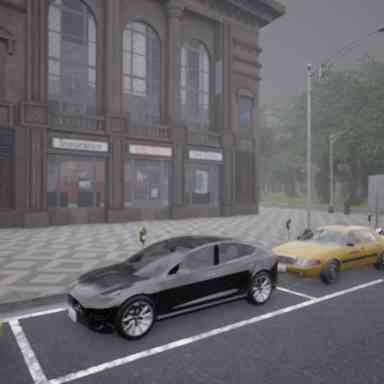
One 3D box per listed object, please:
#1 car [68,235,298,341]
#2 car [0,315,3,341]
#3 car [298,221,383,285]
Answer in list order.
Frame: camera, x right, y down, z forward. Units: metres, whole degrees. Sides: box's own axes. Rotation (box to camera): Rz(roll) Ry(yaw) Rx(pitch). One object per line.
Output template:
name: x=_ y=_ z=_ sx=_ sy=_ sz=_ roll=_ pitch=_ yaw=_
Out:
car: x=-0.127 y=1.580 z=6.562 sx=4.313 sy=1.339 sz=1.947 roll=0 pitch=0 yaw=-36
car: x=-4.689 y=1.517 z=3.302 sx=4.829 sy=1.417 sz=1.752 roll=0 pitch=0 yaw=-36
car: x=4.159 y=1.562 z=9.626 sx=4.829 sy=1.417 sz=1.752 roll=0 pitch=0 yaw=-36
